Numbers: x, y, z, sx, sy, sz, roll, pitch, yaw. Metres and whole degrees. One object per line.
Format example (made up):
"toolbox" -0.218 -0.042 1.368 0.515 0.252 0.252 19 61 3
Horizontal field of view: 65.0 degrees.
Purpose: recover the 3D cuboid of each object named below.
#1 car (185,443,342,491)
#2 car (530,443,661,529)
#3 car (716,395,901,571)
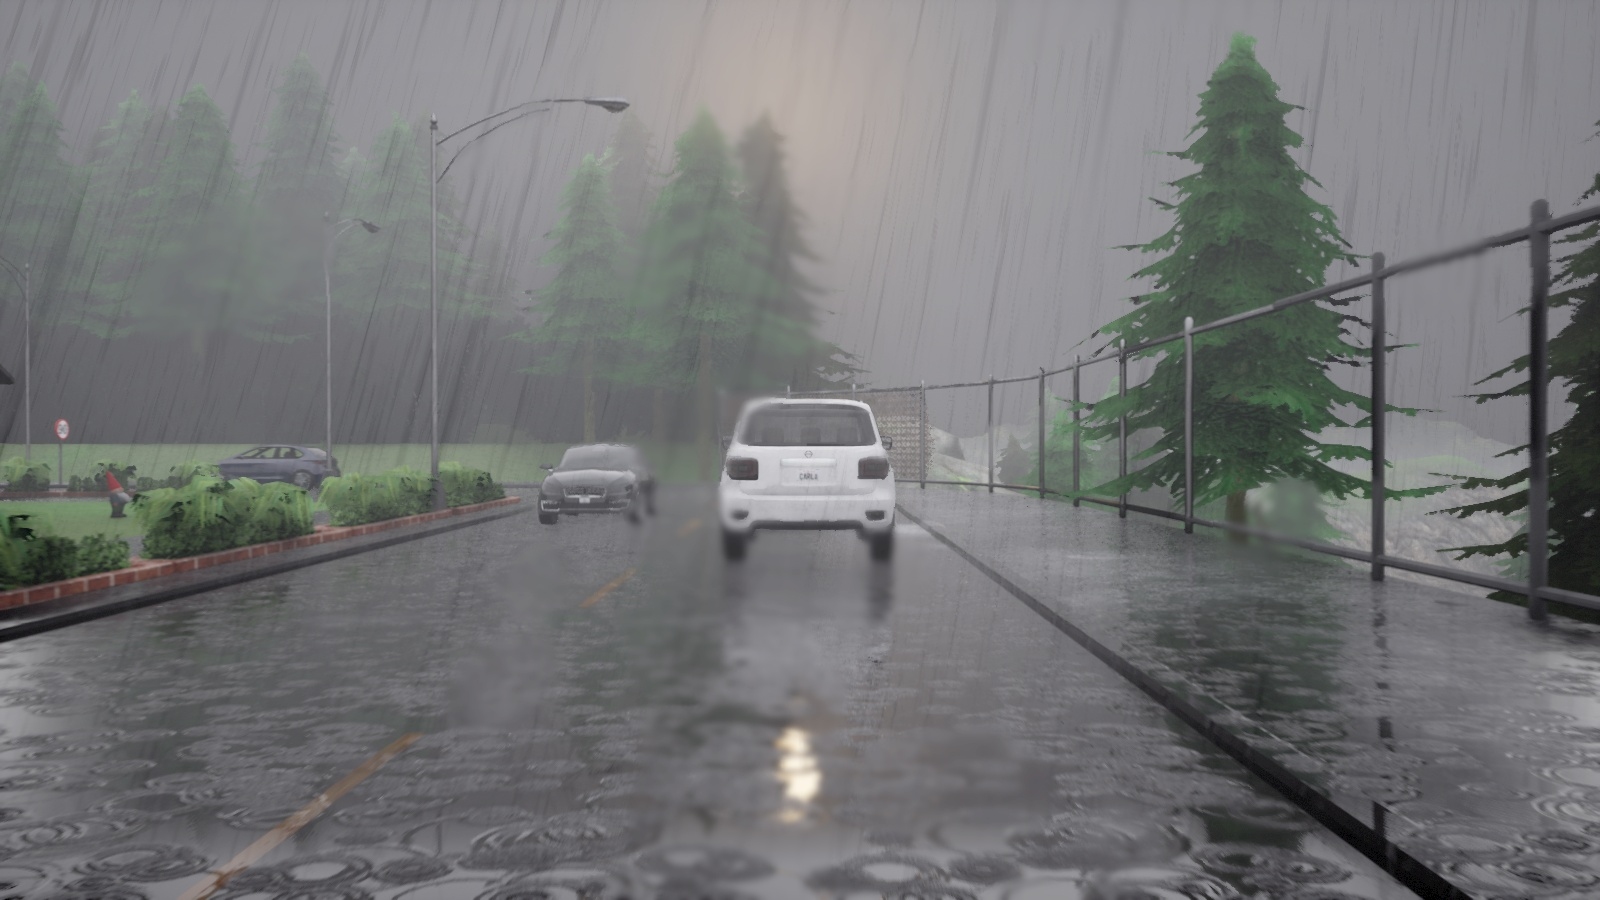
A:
"car" -16.952 0.522 39.789 4.193 1.474 1.816 0 0 1
"car" -3.825 0.612 24.255 1.837 1.490 4.892 0 0 -1
"car" 0.114 0.368 17.354 2.150 2.045 5.566 0 0 0
